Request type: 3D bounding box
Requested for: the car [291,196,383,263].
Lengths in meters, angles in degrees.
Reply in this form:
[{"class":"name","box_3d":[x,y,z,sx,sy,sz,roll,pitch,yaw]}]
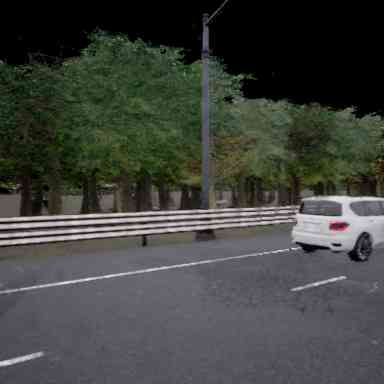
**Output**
[{"class":"car","box_3d":[6.024,1.174,12.028,5.566,2.045,2.150,0,0,-33]}]
